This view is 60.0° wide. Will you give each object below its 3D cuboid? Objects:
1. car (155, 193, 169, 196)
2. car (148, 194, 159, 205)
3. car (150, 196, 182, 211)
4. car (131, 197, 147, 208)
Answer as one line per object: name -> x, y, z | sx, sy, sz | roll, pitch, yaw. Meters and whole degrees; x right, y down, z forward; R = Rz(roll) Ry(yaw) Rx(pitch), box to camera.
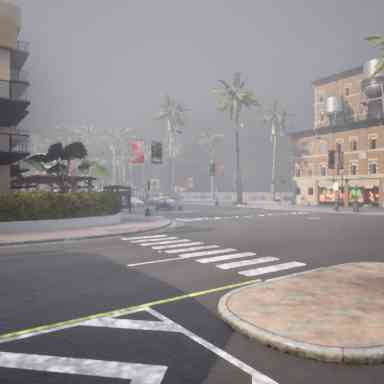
car -> -5.828, 1.221, 58.022 | 2.150, 2.045, 5.566 | 0, 0, -35
car -> -8.045, 1.547, 55.088 | 2.033, 1.411, 5.357 | 0, 0, -35
car -> -3.043, 1.525, 41.521 | 1.812, 1.442, 4.674 | 0, 0, -35
car -> -8.852, 1.525, 49.822 | 1.812, 1.442, 4.674 | 0, 0, -35
